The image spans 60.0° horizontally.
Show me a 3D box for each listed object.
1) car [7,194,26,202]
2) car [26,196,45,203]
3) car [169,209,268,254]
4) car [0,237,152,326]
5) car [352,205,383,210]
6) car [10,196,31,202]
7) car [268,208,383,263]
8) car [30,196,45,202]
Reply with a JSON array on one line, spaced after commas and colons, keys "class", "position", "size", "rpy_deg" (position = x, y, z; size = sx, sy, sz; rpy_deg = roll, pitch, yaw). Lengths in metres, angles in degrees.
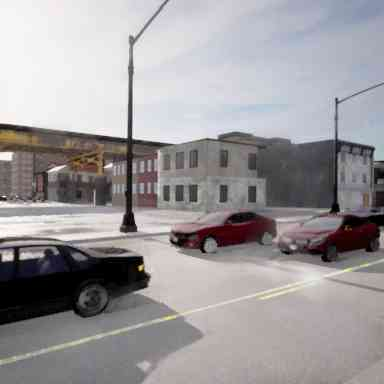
[{"class": "car", "position": [-39.598, 1.736, 77.013], "size": [4.974, 1.542, 2.038], "rpy_deg": [0, -1, 24]}, {"class": "car", "position": [-35.870, 1.777, 77.158], "size": [2.038, 1.542, 4.974], "rpy_deg": [1, 0, -6]}, {"class": "car", "position": [1.400, 1.487, 13.785], "size": [5.008, 1.535, 1.882], "rpy_deg": [0, 0, -37]}, {"class": "car", "position": [-3.379, 1.552, 5.870], "size": [5.357, 1.411, 2.033], "rpy_deg": [0, 0, -37]}, {"class": "car", "position": [10.710, 1.533, 20.687], "size": [4.181, 1.385, 1.994], "rpy_deg": [0, 0, -37]}, {"class": "car", "position": [-39.644, 1.578, 77.035], "size": [4.536, 1.218, 1.853], "rpy_deg": [0, -1, 24]}, {"class": "car", "position": [5.165, 1.531, 12.221], "size": [4.674, 1.442, 1.812], "rpy_deg": [0, 0, -36]}, {"class": "car", "position": [-35.875, 1.620, 77.211], "size": [1.853, 1.218, 4.536], "rpy_deg": [1, 0, -6]}]
